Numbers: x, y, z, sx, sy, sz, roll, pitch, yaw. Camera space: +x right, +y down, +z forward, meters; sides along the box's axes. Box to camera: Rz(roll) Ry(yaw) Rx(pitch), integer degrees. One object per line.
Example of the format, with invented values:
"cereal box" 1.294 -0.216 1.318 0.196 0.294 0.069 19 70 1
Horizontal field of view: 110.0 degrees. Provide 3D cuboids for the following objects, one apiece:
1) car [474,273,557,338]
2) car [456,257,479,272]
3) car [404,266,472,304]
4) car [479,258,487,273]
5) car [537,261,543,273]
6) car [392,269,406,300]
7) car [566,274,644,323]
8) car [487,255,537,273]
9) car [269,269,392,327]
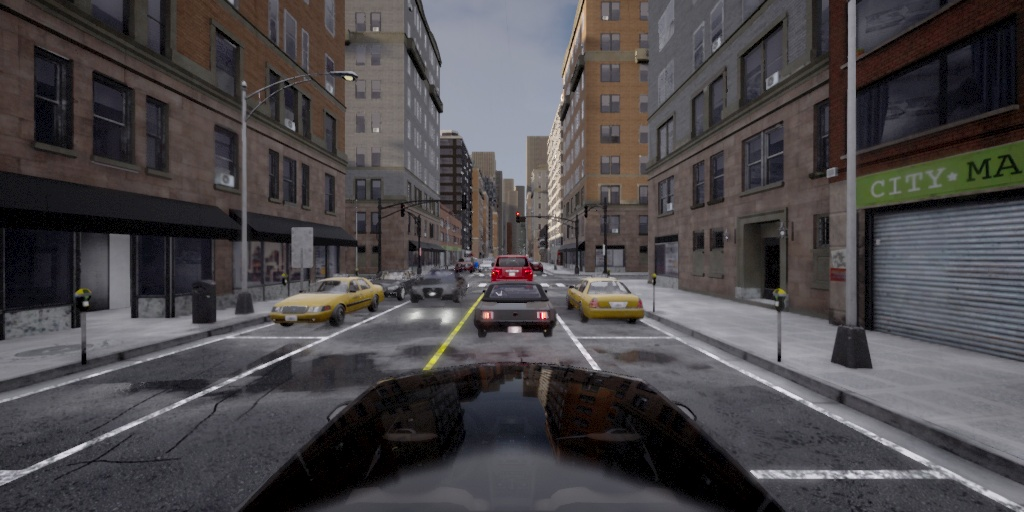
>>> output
"car" 0.084 1.351 10.187 1.895 1.301 4.718 0 0 0
"car" -5.656 1.074 44.079 2.192 1.841 5.009 0 0 0
"car" -3.157 1.314 16.194 1.994 1.385 4.181 0 0 -1
"car" -3.086 1.285 44.681 1.812 1.442 4.674 0 0 0
"car" 2.869 1.304 44.076 1.888 1.381 4.507 0 0 0
"car" -5.664 1.301 17.305 2.007 1.370 4.403 0 0 0
"car" 2.860 1.275 11.947 1.751 1.417 4.829 0 0 0
"car" 0.006 0.972 19.956 2.150 2.045 5.566 0 0 0
"car" -5.666 1.275 11.610 1.751 1.417 4.829 0 0 0
